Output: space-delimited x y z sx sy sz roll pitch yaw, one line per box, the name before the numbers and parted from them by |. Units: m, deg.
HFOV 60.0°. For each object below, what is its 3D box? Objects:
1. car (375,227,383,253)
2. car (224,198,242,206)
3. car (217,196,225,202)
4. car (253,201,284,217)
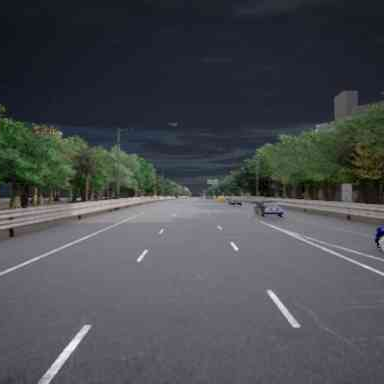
car | 8.217 1.495 10.809 1.882 1.535 5.008 0 0 -9
car | 7.046 1.644 55.699 1.895 1.301 4.718 0 0 0
car | 7.167 1.721 82.239 1.882 1.535 5.008 0 -1 0
car | 7.023 1.556 30.925 2.033 1.411 5.357 0 0 0
